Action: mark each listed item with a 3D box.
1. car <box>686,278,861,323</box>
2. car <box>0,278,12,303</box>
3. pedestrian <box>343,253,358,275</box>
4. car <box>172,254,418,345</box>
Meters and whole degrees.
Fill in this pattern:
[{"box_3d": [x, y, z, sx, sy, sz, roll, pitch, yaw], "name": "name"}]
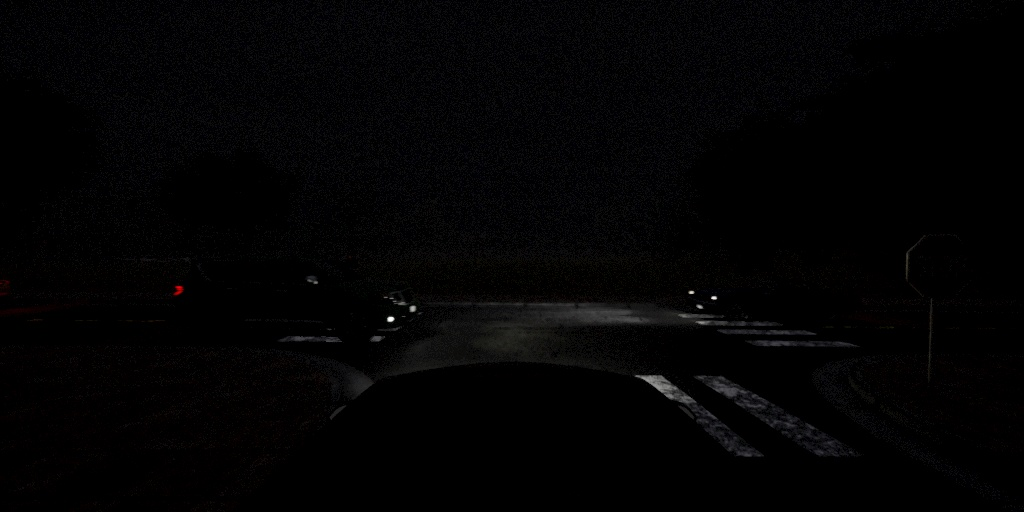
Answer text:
[{"box_3d": [8.552, 1.413, 12.061, 4.718, 1.301, 1.895, 1, 1, 0], "name": "car"}, {"box_3d": [-20.429, 1.109, 12.202, 5.008, 1.535, 1.882, 0, 1, 0], "name": "car"}, {"box_3d": [-6.799, 0.757, 15.035, 0.375, 1.860, 0.375, 0, 1, 0], "name": "pedestrian"}, {"box_3d": [-5.308, 0.977, 9.171, 5.566, 2.045, 2.150, 0, 1, 0], "name": "car"}]
